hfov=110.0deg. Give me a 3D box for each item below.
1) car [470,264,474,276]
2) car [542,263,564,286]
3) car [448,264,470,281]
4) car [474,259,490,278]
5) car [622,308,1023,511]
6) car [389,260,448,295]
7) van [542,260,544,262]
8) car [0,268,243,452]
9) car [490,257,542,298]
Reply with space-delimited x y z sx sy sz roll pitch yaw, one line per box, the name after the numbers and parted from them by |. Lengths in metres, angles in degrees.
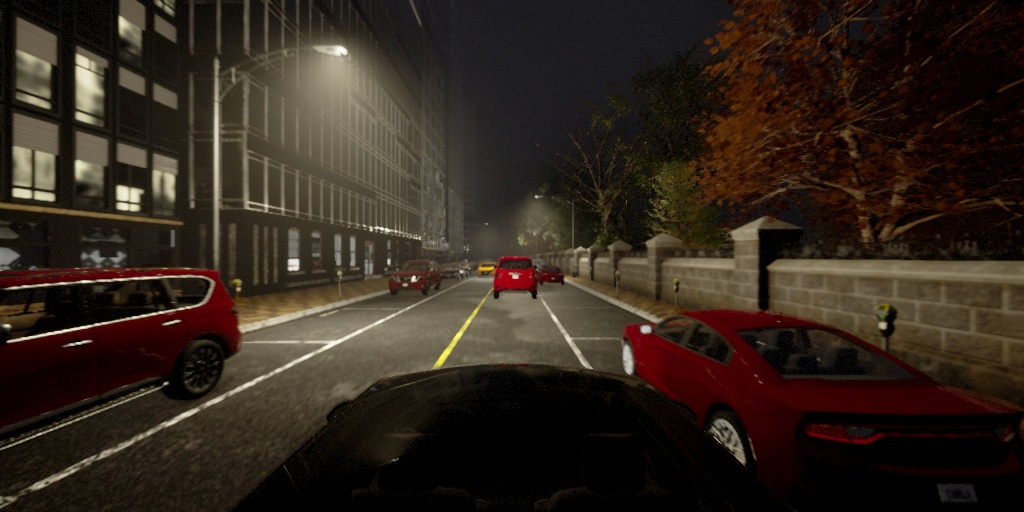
-5.146 1.481 37.461 2.007 1.370 4.403 0 0 1 | car
2.867 1.424 26.962 1.888 1.381 4.507 0 0 1 | car
-5.237 1.452 31.841 2.007 1.370 4.403 0 0 1 | car
-2.495 1.409 37.515 1.882 1.535 5.008 0 -1 1 | car
2.711 1.310 4.400 1.888 1.381 4.507 0 0 0 | car
-5.374 1.159 20.597 2.192 1.841 5.009 0 0 0 | car
3.136 1.306 43.850 1.690 1.789 3.998 0 0 1 | van
-5.315 1.074 3.720 2.192 1.841 5.009 0 0 0 | car
0.187 1.063 19.231 2.150 2.045 5.566 0 0 0 | car
